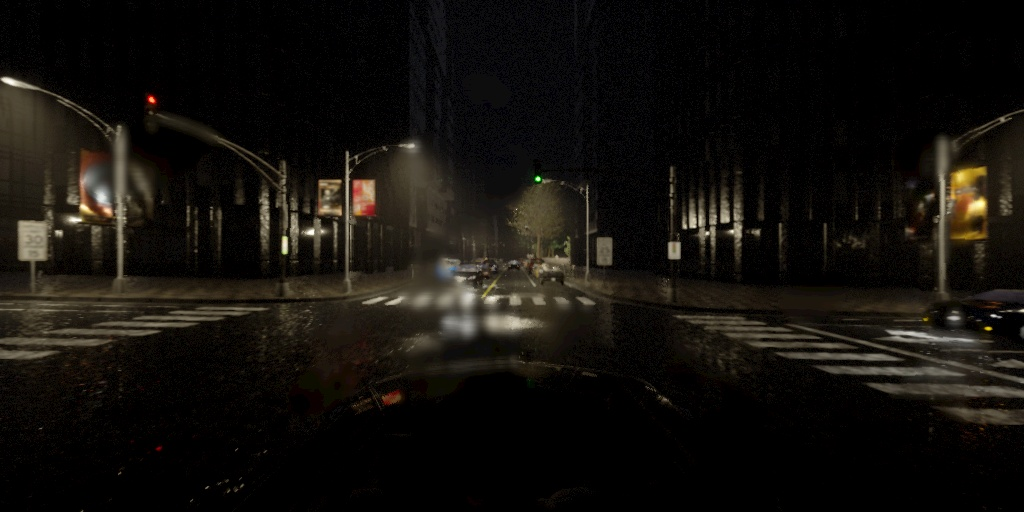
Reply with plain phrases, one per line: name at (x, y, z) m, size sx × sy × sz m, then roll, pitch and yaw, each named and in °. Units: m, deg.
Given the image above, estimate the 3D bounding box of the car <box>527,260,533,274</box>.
car at (2.943, 1.423, 38.038) m, size 2.007 × 1.370 × 4.403 m, roll 0°, pitch 0°, yaw 0°

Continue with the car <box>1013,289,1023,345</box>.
car at (13.722, 1.545, 6.971) m, size 4.902 × 1.511 × 2.128 m, roll 1°, pitch 0°, yaw -1°

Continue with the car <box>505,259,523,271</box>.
car at (0.287, 1.531, 54.889) m, size 1.895 × 1.301 × 4.718 m, roll 0°, pitch 0°, yaw 0°

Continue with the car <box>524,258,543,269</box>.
car at (2.978, 1.206, 43.551) m, size 2.192 × 1.841 × 5.009 m, roll 0°, pitch 0°, yaw 0°

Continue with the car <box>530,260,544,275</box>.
car at (2.909, 1.378, 32.695) m, size 1.751 × 1.417 × 4.829 m, roll 0°, pitch 0°, yaw 0°

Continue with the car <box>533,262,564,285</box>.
car at (2.873, 1.384, 27.012) m, size 2.007 × 1.370 × 4.403 m, roll 0°, pitch 0°, yaw 0°

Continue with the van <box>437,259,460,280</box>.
van at (-5.617, 1.189, 32.577) m, size 1.690 × 1.789 × 3.998 m, roll 0°, pitch 0°, yaw 0°

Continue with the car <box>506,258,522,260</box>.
car at (0.351, 1.513, 65.018) m, size 2.033 × 1.411 × 5.357 m, roll 0°, pitch 0°, yaw 0°

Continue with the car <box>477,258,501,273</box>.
car at (-2.781, 1.242, 44.067) m, size 2.097 × 1.767 × 4.553 m, roll 0°, pitch 0°, yaw 0°

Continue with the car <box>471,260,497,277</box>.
car at (-2.892, 1.402, 33.924) m, size 2.033 × 1.411 × 5.357 m, roll 0°, pitch 0°, yaw 1°

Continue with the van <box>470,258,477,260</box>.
van at (-5.478, 1.266, 54.626) m, size 1.690 × 1.789 × 3.998 m, roll 0°, pitch 0°, yaw 0°

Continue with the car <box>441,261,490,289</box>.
car at (-2.978, 1.313, 24.184) m, size 2.128 × 1.511 × 4.902 m, roll 0°, pitch 0°, yaw 2°

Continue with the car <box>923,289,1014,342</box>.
car at (14.625, 1.651, 10.234) m, size 4.181 × 1.385 × 1.994 m, roll 1°, pitch 0°, yaw 0°
